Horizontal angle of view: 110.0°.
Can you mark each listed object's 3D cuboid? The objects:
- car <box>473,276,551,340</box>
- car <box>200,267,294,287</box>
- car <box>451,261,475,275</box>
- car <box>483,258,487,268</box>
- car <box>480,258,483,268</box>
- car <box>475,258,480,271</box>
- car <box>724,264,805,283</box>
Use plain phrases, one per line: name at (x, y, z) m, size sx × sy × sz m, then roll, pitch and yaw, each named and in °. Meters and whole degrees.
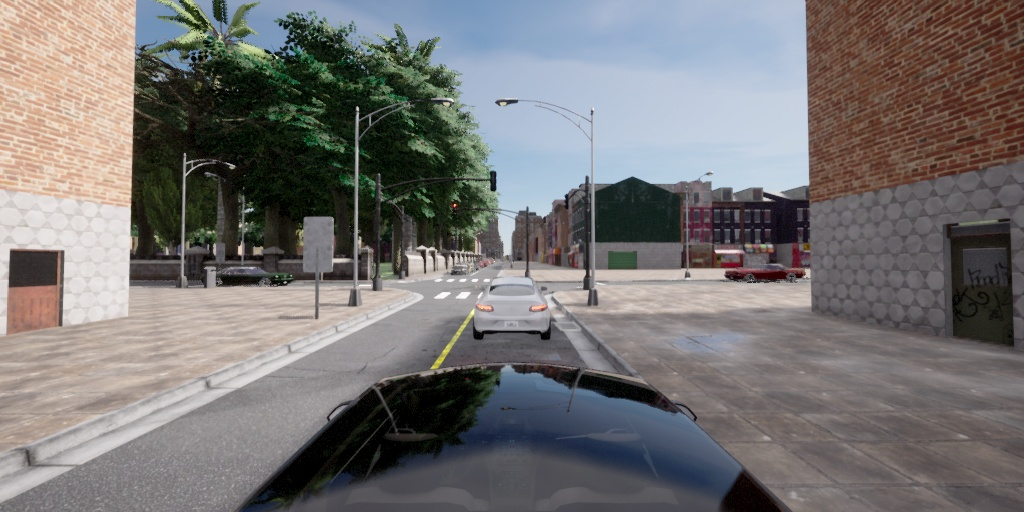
car at (0.017, 1.279, 9.894) m, size 1.812 × 1.442 × 4.674 m, roll 0°, pitch 0°, yaw 1°
car at (-16.428, 1.341, 22.476) m, size 4.718 × 1.301 × 1.895 m, roll 0°, pitch -1°, yaw 0°
car at (-5.572, 1.332, 38.917) m, size 2.007 × 1.370 × 4.403 m, roll 0°, pitch 0°, yaw -1°
car at (-5.763, 1.416, 62.402) m, size 1.802 × 1.307 × 4.207 m, roll 0°, pitch 0°, yaw -1°
car at (-5.662, 1.370, 51.503) m, size 1.948 × 1.339 × 4.313 m, roll 0°, pitch 0°, yaw -1°
car at (-5.611, 1.344, 46.053) m, size 2.007 × 1.370 × 4.403 m, roll 0°, pitch 0°, yaw -1°
car at (17.922, 1.226, 25.647) m, size 4.718 × 1.301 × 1.895 m, roll -1°, pitch -1°, yaw 0°
